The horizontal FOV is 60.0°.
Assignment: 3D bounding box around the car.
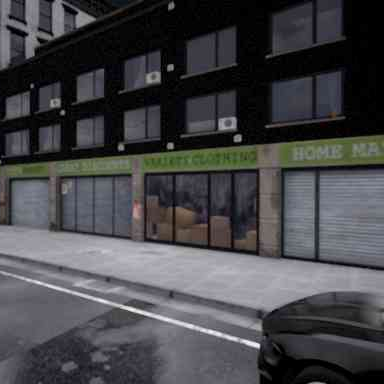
[{"bbox_3d":[2.984,1.479,2.631,5.008,1.535,1.882,0,0,35],"label":"car"}]
